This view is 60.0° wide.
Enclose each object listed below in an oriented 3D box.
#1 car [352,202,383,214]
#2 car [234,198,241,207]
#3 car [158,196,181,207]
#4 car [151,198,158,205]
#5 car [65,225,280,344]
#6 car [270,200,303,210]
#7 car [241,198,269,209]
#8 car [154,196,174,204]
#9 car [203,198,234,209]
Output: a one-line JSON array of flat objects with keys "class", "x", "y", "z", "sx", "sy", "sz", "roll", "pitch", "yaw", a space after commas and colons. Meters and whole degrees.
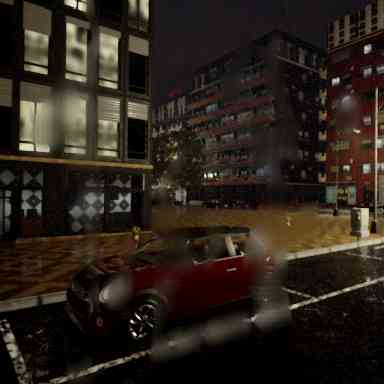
[{"class": "car", "x": 19.901, "y": 1.714, "z": 36.710, "sx": 1.947, "sy": 1.339, "sz": 4.313, "roll": 1, "pitch": -1, "yaw": -35}, {"class": "car", "x": 6.824, "y": 1.710, "z": 55.244, "sx": 1.967, "sy": 1.590, "sz": 4.097, "roll": 1, "pitch": -1, "yaw": -35}, {"class": "car", "x": -3.295, "y": 1.720, "z": 55.050, "sx": 1.887, "sy": 1.381, "sz": 4.507, "roll": 1, "pitch": -1, "yaw": -35}, {"class": "car", "x": -6.565, "y": 1.751, "z": 59.683, "sx": 1.887, "sy": 1.381, "sz": 4.507, "roll": 1, "pitch": -1, "yaw": -35}, {"class": "car", "x": -0.237, "y": 1.440, "z": 6.372, "sx": 4.097, "sy": 1.590, "sz": 1.967, "roll": 0, "pitch": 1, "yaw": -35}, {"class": "car", "x": 13.362, "y": 1.791, "z": 45.976, "sx": 1.802, "sy": 1.307, "sz": 4.206, "roll": 1, "pitch": -1, "yaw": -35}, {"class": "car", "x": 10.094, "y": 1.784, "z": 50.610, "sx": 1.887, "sy": 1.381, "sz": 4.507, "roll": 1, "pitch": -1, "yaw": -35}, {"class": "car", "x": -6.252, "y": 1.708, "z": 73.779, "sx": 2.192, "sy": 1.841, "sz": 5.009, "roll": 1, "pitch": -1, "yaw": -35}, {"class": "car", "x": 3.243, "y": 1.665, "z": 45.783, "sx": 2.008, "sy": 1.369, "sz": 4.403, "roll": 1, "pitch": -1, "yaw": -35}]
